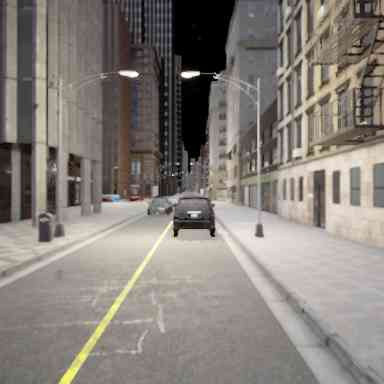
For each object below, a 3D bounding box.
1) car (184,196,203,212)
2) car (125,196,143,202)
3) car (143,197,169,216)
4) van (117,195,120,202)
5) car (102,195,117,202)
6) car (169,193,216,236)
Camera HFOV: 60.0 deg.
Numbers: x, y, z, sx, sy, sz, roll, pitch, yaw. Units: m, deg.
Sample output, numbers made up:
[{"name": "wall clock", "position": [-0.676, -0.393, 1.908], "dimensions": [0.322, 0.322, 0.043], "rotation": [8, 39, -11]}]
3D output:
[{"name": "car", "position": [0.126, 1.325, 39.420], "dimensions": [2.097, 1.767, 4.553], "rotation": [0, 0, 0]}, {"name": "car", "position": [-13.939, 1.683, 80.931], "dimensions": [4.507, 1.381, 1.887], "rotation": [-1, 0, 0]}, {"name": "car", "position": [-3.073, 1.327, 31.986], "dimensions": [2.097, 1.767, 4.553], "rotation": [0, 0, 0]}, {"name": "van", "position": [-19.565, 1.548, 80.952], "dimensions": [3.998, 1.788, 1.690], "rotation": [-1, 0, 0]}, {"name": "car", "position": [-19.591, 1.484, 72.426], "dimensions": [5.009, 1.841, 2.192], "rotation": [-1, 0, 0]}, {"name": "car", "position": [0.113, 1.208, 18.458], "dimensions": [2.150, 2.045, 5.566], "rotation": [0, 0, 0]}]
